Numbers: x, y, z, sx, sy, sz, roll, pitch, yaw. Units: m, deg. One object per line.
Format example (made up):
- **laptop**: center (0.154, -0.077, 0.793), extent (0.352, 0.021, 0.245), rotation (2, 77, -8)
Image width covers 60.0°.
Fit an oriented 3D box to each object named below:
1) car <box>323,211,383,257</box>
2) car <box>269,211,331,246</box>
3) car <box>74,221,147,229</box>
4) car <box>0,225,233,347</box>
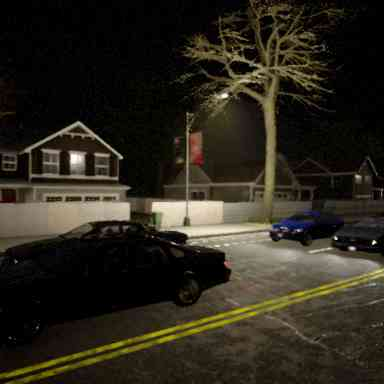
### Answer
- **car**: center (7.903, 1.675, 13.636), extent (5.357, 1.411, 2.033), rotation (1, 0, -37)
- **car**: center (5.743, 1.652, 16.088), extent (4.674, 1.442, 1.812), rotation (1, 0, -37)
- **car**: center (-2.531, 1.584, 9.929), extent (5.357, 1.411, 2.033), rotation (1, 0, -36)
- **car**: center (-1.653, 1.571, 6.547), extent (5.357, 1.411, 2.033), rotation (1, 0, -36)
